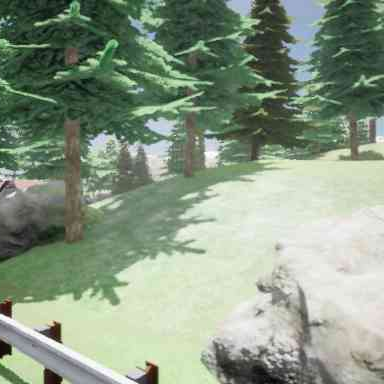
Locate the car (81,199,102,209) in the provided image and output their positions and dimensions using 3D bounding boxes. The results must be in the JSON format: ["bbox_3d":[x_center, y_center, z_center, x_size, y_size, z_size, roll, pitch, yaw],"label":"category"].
[{"bbox_3d":[-17.155,2.004,55.686,4.553,1.767,2.097,-1,-1,40],"label":"car"}]
